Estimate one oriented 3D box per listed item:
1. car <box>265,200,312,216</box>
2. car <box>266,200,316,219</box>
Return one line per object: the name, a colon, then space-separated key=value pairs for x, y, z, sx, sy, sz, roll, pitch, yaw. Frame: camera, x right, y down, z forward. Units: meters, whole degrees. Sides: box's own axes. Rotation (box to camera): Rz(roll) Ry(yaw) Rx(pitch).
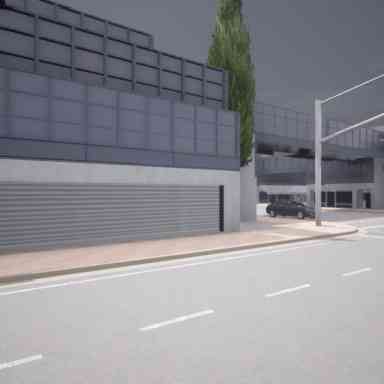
car: x=9.633 y=1.564 z=33.445 sx=1.994 sy=1.385 sz=4.181 roll=0 pitch=0 yaw=-37
car: x=8.666 y=1.505 z=28.893 sx=1.837 sy=1.490 sz=4.892 roll=0 pitch=0 yaw=-37
